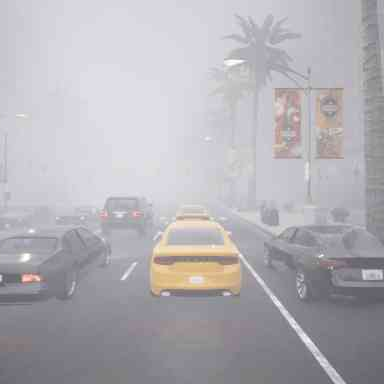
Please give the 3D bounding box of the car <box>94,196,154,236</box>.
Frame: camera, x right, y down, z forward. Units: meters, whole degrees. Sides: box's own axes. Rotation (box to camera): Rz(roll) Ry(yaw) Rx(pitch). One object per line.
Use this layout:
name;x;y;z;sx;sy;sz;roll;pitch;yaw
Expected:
car;-3.467;1.222;18.565;2.150;2.045;5.566;0;0;0

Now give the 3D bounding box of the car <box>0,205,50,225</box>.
car;-10.587;1.548;21.722;2.033;1.411;5.357;0;0;0

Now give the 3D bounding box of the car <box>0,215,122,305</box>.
car;-3.424;1.547;8.294;2.033;1.411;5.357;0;0;0

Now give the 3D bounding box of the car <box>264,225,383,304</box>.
car;3.164;1.513;8.227;2.161;1.482;4.786;0;0;-1

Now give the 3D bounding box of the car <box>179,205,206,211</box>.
car;0.031;1.478;18.836;1.882;1.535;5.008;0;0;0

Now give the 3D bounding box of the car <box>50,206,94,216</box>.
car;-7.089;1.601;21.472;1.895;1.301;4.718;0;0;0

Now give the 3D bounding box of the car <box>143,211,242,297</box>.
car;0.070;1.478;8.637;1.882;1.535;5.008;0;0;0
